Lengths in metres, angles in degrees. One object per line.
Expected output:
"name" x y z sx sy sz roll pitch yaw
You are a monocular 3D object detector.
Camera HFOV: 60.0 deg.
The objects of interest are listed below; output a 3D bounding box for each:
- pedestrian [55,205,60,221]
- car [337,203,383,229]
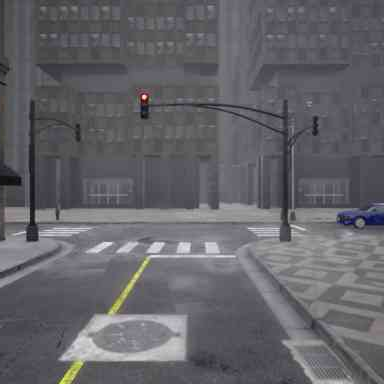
"pedestrian" -9.827 1.532 24.340 0.500 1.100 0.500 0 0 1
"car" 11.803 1.459 21.055 5.008 1.535 1.882 0 0 1
